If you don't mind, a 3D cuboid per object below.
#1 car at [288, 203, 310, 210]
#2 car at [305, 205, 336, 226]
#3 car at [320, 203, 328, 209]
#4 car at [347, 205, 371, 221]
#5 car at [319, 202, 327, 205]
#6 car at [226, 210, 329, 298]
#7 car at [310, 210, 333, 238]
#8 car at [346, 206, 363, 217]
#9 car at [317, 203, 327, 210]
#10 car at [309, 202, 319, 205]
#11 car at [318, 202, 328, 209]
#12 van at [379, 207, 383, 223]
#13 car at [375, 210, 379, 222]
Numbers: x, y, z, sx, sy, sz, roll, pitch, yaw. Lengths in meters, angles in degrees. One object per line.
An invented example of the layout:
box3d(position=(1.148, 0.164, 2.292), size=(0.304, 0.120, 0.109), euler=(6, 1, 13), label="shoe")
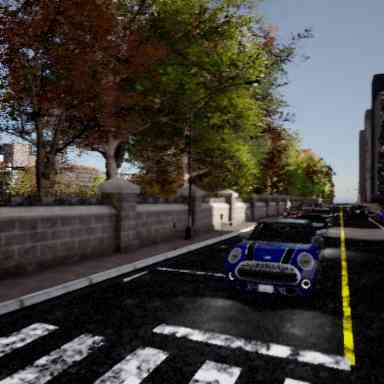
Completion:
box3d(position=(10.115, 2.159, 32.563), size=(1.967, 1.590, 4.097), euler=(0, -1, 24), label="car")
box3d(position=(10.796, 2.134, 27.733), size=(1.837, 1.490, 4.892), euler=(0, -1, 24), label="car")
box3d(position=(34.993, 3.660, 88.158), size=(1.802, 1.307, 4.206), euler=(0, -1, 24), label="car")
box3d(position=(18.943, 2.264, 38.132), size=(2.097, 1.767, 4.553), euler=(0, -1, 25), label="car")
box3d(position=(23.687, 2.770, 62.892), size=(2.192, 1.841, 5.009), euler=(0, -1, 24), label="car")
box3d(position=(2.505, 1.538, 9.226), size=(2.097, 1.767, 4.553), euler=(0, -1, 24), label="car")
box3d(position=(6.602, 1.931, 18.388), size=(1.812, 1.442, 4.674), euler=(0, -1, 24), label="car")
box3d(position=(23.046, 2.735, 47.292), size=(1.895, 1.301, 4.718), euler=(0, -1, 24), label="car")
box3d(position=(30.469, 3.393, 78.050), size=(1.947, 1.339, 4.313), euler=(0, -1, 24), label="car")
box3d(position=(14.640, 2.278, 42.674), size=(2.192, 1.841, 5.009), euler=(0, -1, 24), label="car")
box3d(position=(32.733, 3.392, 83.106), size=(1.967, 1.590, 4.097), euler=(0, -1, 24), label="car")
box3d(position=(17.767, 2.062, 29.144), size=(1.690, 1.788, 3.998), euler=(0, -1, 24), label="van")
box3d(position=(20.027, 2.283, 34.197), size=(1.967, 1.590, 4.097), euler=(0, -1, 24), label="car")
